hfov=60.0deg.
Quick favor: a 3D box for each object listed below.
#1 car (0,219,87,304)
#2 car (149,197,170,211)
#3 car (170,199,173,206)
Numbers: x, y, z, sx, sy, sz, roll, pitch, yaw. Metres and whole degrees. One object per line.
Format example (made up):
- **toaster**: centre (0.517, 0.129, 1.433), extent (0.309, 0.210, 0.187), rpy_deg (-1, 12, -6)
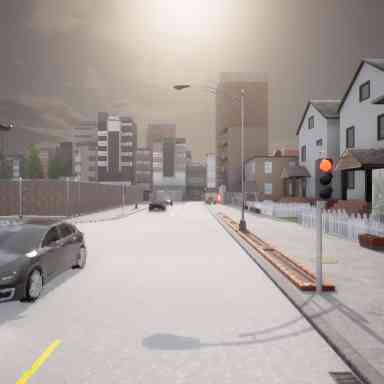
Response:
- **car**: centre (-4.103, 1.504, 8.287), extent (1.837, 1.490, 4.892), rpy_deg (0, 0, 0)
- **car**: centre (-4.120, 1.601, 40.546), extent (1.895, 1.301, 4.718), rpy_deg (0, 0, 0)
- **car**: centre (-4.106, 1.562, 52.804), extent (1.994, 1.385, 4.181), rpy_deg (0, 0, 0)
